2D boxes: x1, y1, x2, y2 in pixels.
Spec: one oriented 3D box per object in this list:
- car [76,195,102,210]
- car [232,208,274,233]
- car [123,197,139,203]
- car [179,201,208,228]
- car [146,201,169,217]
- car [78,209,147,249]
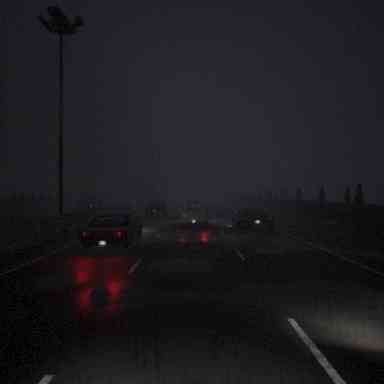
[{"bbox_3d":[-14.049,1.398,45.925,2.150,2.045,5.566,0,-1,1],"label":"car"},{"bbox_3d":[3.602,1.625,20.234,1.994,1.385,4.181,0,0,0],"label":"car"},{"bbox_3d":[-10.503,1.579,57.789,2.097,1.767,4.553,0,0,0],"label":"car"},{"bbox_3d":[0.106,1.598,22.984,1.812,1.442,4.674,0,0,0],"label":"car"},{"bbox_3d":[-3.397,1.593,32.987,1.882,1.535,5.008,0,0,0],"label":"car"},{"bbox_3d":[-3.399,1.643,14.846,1.895,1.301,4.718,0,0,0],"label":"car"}]
